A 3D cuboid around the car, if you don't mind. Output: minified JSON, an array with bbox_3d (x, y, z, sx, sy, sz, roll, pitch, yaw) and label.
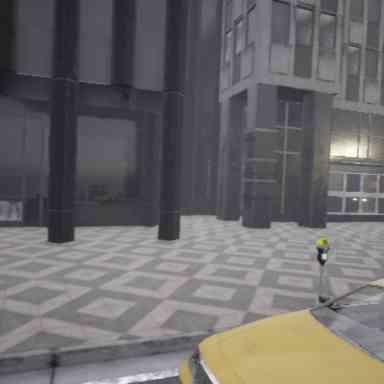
[{"bbox_3d":[2.323,1.482,3.261,4.829,1.417,1.752,1,2,-17],"label":"car"}]
